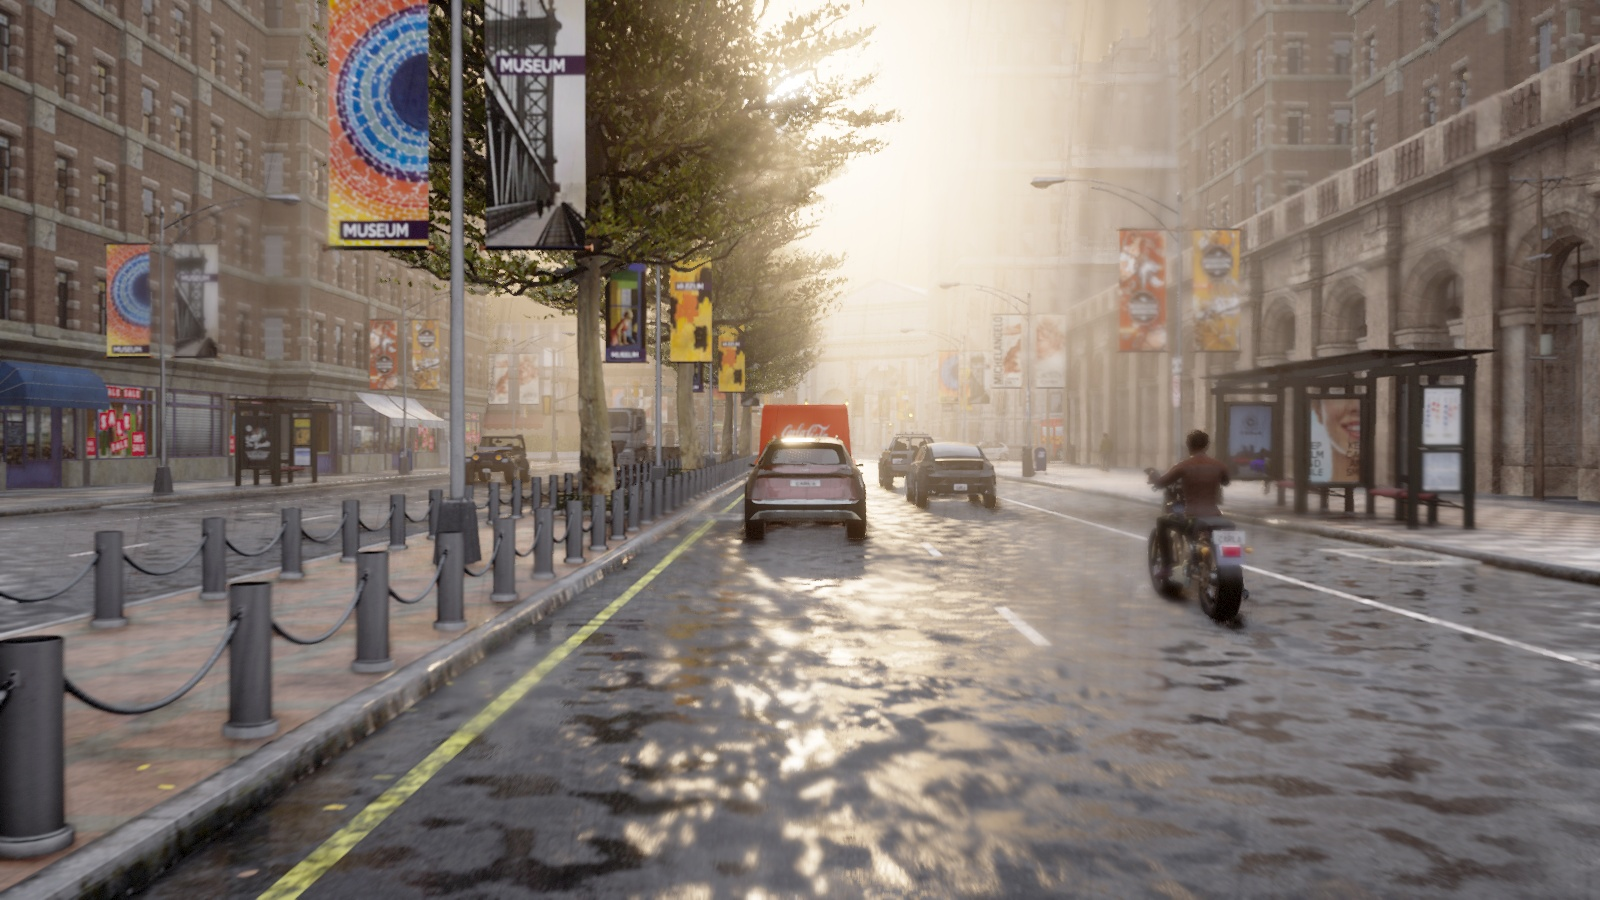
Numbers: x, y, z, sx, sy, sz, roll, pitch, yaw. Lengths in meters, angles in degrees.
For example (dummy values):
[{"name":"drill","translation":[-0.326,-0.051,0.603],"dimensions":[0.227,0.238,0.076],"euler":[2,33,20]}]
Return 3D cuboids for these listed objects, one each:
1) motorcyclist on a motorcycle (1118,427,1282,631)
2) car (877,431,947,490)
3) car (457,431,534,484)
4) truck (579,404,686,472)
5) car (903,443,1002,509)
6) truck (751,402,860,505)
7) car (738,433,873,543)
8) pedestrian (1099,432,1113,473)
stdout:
[{"name":"motorcyclist on a motorcycle","translation":[3.523,0.635,11.309],"dimensions":[0.766,1.649,2.350],"euler":[0,0,1]},{"name":"car","translation":[3.673,0.326,41.925],"dimensions":[1.932,1.855,4.605],"euler":[0,0,0]},{"name":"car","translation":[-11.308,0.265,46.907],"dimensions":[1.905,1.878,3.866],"euler":[0,0,0]},{"name":"truck","translation":[-8.992,-0.635,68.537],"dimensions":[2.891,3.462,7.936],"euler":[0,0,15]},{"name":"car","translation":[3.631,0.579,30.721],"dimensions":[1.837,1.490,4.892],"euler":[0,0,0]},{"name":"truck","translation":[0.138,0.073,32.773],"dimensions":[2.627,2.467,5.204],"euler":[0,0,0]},{"name":"car","translation":[0.095,0.555,21.251],"dimensions":[2.033,1.649,4.856],"euler":[0,0,0]},{"name":"pedestrian","translation":[13.790,0.090,56.592],"dimensions":[0.431,1.840,0.709],"euler":[0,0,0]}]
